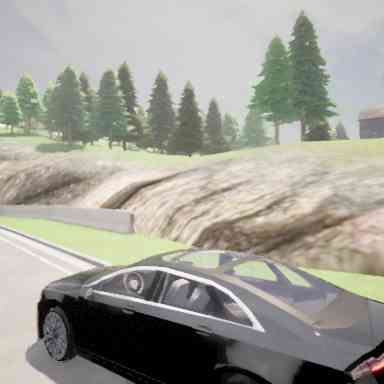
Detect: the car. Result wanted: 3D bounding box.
[{"bbox_3d":[-0.111,1.510,4.253,4.902,1.511,2.128,0,0,38],"label":"car"}]
